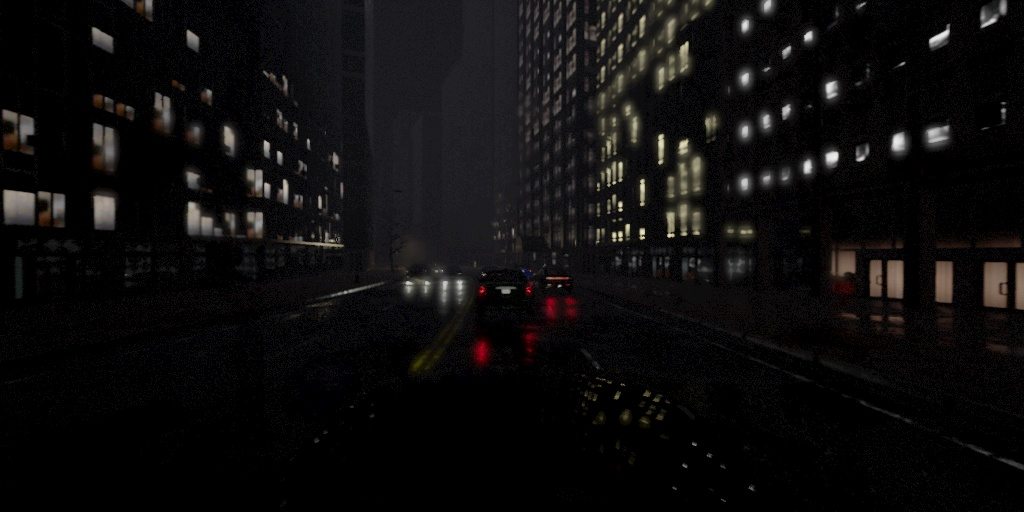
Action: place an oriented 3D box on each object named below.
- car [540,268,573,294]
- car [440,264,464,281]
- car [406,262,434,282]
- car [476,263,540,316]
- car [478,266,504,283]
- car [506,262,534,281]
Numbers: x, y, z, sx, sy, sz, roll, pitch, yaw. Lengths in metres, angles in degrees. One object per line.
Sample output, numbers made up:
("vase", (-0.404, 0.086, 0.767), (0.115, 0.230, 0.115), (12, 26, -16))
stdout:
("car", (2.431, 1.487, 22.282), (2.128, 1.511, 4.902), (0, -1, -5))
("car", (-5.893, 1.698, 35.823), (1.812, 1.442, 4.674), (0, -1, -9))
("car", (-9.088, 1.526, 35.152), (2.097, 1.767, 4.553), (0, -1, -9))
("car", (-0.300, 1.255, 14.266), (2.097, 1.767, 4.553), (0, -1, -3))
("car", (-2.061, 1.682, 33.528), (2.033, 1.411, 5.357), (0, -1, -8))
("car", (0.748, 1.513, 36.614), (2.097, 1.767, 4.553), (0, -1, -8))
